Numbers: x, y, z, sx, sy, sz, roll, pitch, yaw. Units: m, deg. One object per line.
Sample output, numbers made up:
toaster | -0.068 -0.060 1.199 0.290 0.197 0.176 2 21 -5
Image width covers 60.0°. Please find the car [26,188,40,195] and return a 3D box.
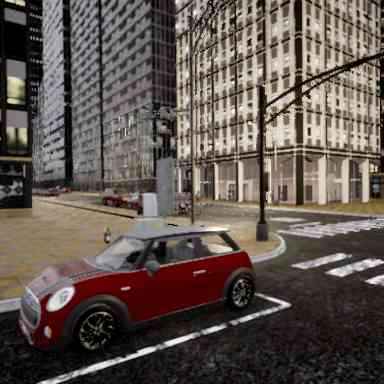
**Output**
car | -33.497 -0.060 70.107 2.008 1.369 4.403 0 1 -36

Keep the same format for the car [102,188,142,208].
car | -7.502 0.561 33.869 2.192 1.841 5.009 0 1 -36

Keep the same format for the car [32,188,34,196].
car | -30.248 0.040 65.578 1.887 1.381 4.507 0 1 -36

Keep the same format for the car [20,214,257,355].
car | -0.811 1.406 5.984 4.097 1.590 1.967 -1 0 -36

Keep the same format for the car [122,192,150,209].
car | -4.258 0.935 29.343 1.802 1.307 4.206 0 1 -36

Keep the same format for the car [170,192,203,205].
car | -0.732 0.709 38.804 1.802 1.307 4.206 0 1 -36

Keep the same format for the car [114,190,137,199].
car | -10.483 0.371 52.399 1.947 1.339 4.313 0 1 -36

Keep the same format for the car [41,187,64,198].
car | -23.750 0.254 56.519 1.887 1.381 4.507 0 1 -36

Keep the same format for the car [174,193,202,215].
car | -1.006 0.900 24.812 1.967 1.590 4.097 0 1 -36

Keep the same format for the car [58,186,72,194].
car | -29.983 -0.292 79.585 1.887 1.381 4.507 0 1 -36

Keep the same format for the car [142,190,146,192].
car | -7.331 0.435 48.006 1.752 1.417 4.829 0 1 -36

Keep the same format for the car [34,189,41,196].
car | -26.999 0.153 61.048 2.008 1.369 4.403 0 1 -36
